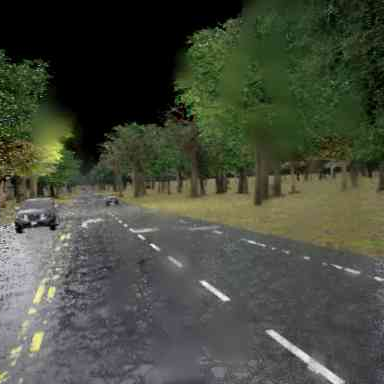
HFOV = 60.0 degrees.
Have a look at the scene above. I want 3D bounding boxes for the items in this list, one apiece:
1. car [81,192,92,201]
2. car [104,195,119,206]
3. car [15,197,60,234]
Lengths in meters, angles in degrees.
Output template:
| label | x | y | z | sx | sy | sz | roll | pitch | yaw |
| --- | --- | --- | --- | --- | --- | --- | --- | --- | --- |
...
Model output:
| label | x | y | z | sx | sy | sz | roll | pitch | yaw |
| --- | --- | --- | --- | --- | --- | --- | --- | --- | --- |
| car | -26.014 | 1.448 | 81.173 | 1.895 | 1.301 | 4.718 | -4 | 1 | -18 |
| car | -12.575 | 1.307 | 51.847 | 1.837 | 1.490 | 4.892 | -4 | 1 | -18 |
| car | -9.939 | 1.433 | 21.714 | 2.150 | 2.045 | 5.566 | -4 | 1 | -18 |
